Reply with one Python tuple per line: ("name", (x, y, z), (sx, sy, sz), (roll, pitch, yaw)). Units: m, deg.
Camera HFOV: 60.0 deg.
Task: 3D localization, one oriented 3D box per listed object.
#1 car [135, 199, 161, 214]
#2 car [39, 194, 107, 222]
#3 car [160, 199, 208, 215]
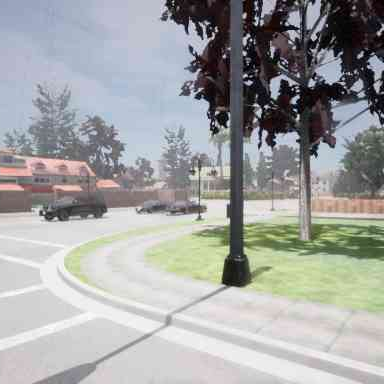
("car", (-3.952, 1.491, 35.450), (2.128, 1.511, 4.902), (0, 0, 34))
("car", (-9.524, 1.222, 27.226), (2.150, 2.045, 5.566), (0, 0, 34))
("car", (-0.477, 1.547, 33.999), (2.033, 1.411, 5.357), (0, 0, 34))
